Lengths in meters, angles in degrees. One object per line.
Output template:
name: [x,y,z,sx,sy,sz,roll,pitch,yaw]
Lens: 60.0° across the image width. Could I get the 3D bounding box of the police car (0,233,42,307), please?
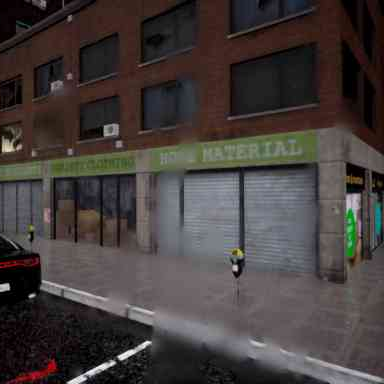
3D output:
police car: [-5.303,1.428,7.170,5.238,1.638,1.930,0,0,36]
